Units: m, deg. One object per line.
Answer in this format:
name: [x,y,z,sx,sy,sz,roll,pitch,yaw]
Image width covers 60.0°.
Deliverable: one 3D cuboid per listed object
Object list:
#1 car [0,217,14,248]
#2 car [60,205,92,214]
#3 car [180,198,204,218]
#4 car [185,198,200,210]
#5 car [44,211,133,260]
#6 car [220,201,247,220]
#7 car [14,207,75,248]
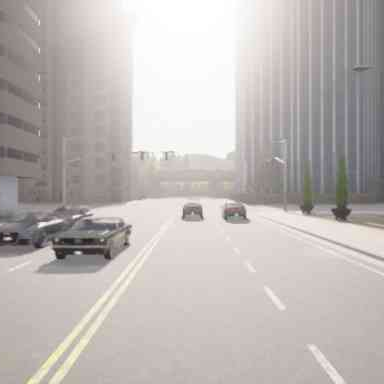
car: [-7.091,1.507,8.633,2.128,1.511,4.902,0,0,0]
car: [-7.045,1.537,19.359,1.837,1.490,4.892,0,0,0]
car: [0.018,1.555,30.647,1.837,1.490,4.892,0,0,-1]
car: [0.103,1.549,44.188,1.882,1.535,5.008,0,0,0]
car: [-3.580,1.622,12.725,1.895,1.301,4.718,0,0,0]
car: [3.558,1.551,28.784,1.837,1.490,4.892,0,0,0]
car: [-7.000,1.589,14.658,1.994,1.385,4.181,0,0,0]
